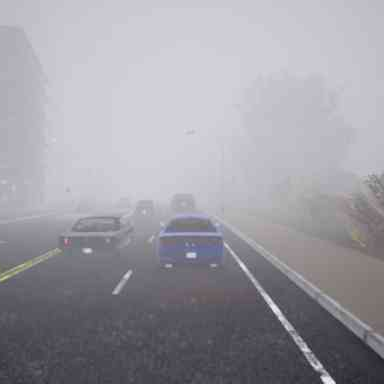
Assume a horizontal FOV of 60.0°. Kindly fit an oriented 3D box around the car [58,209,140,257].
[{"bbox_3d":[-3.358,1.557,12.744,1.895,1.301,4.718,0,0,-1],"label":"car"}]

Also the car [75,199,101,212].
[{"bbox_3d":[-11.258,1.474,36.151,1.895,1.301,4.718,0,0,-4],"label":"car"}]

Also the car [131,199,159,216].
[{"bbox_3d":[-4.153,1.394,30.246,1.837,1.490,4.892,0,0,-4],"label":"car"}]

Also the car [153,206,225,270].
[{"bbox_3d":[-0.068,1.437,10.899,1.882,1.535,5.008,0,0,-1],"label":"car"}]

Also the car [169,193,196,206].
[{"bbox_3d":[-0.825,1.110,29.213,2.150,2.045,5.566,0,0,-3],"label":"car"}]

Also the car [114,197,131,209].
[{"bbox_3d":[-8.418,1.372,41.400,1.812,1.442,4.674,0,0,-5],"label":"car"}]
